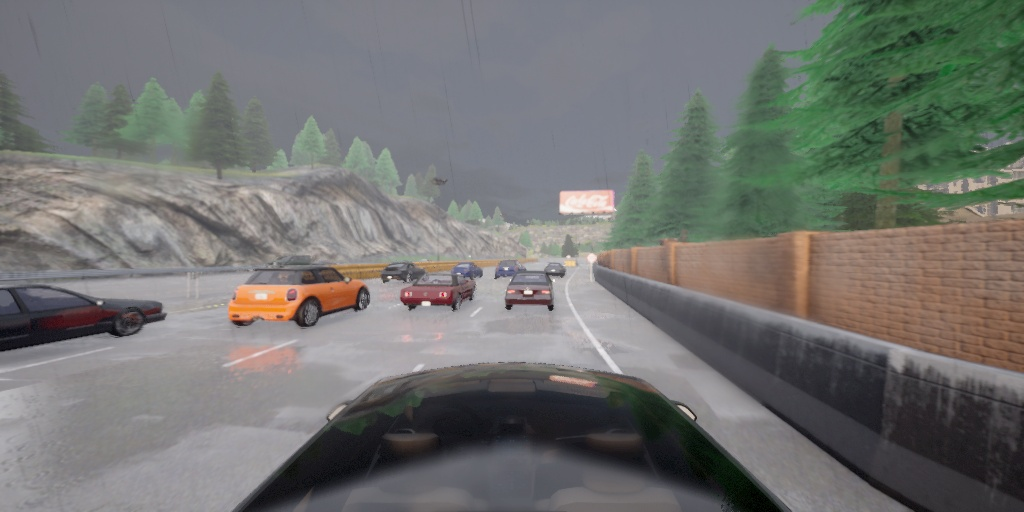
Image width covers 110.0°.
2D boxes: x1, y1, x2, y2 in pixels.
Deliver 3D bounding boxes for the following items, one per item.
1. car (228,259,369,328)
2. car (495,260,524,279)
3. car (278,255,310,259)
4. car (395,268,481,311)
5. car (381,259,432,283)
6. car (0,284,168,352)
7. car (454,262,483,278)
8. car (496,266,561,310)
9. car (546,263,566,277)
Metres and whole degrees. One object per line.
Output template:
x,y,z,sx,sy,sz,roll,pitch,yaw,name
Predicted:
-6.438,1.083,11.519,2.097,1.767,4.553,0,0,3,car
-0.067,1.101,31.729,2.097,1.767,4.553,0,0,11,car
-26.578,0.897,42.996,2.150,2.045,5.566,0,0,12,car
-2.721,1.343,14.428,1.895,1.301,4.718,0,0,5,car
-8.052,1.231,27.147,1.837,1.490,4.892,0,0,10,car
-10.245,1.268,7.099,2.033,1.411,5.357,0,0,2,car
-3.834,1.264,30.797,1.812,1.442,4.674,0,0,11,car
0.808,1.300,14.855,2.033,1.411,5.357,0,0,6,car
4.229,1.326,35.362,1.994,1.385,4.181,0,0,11,car
